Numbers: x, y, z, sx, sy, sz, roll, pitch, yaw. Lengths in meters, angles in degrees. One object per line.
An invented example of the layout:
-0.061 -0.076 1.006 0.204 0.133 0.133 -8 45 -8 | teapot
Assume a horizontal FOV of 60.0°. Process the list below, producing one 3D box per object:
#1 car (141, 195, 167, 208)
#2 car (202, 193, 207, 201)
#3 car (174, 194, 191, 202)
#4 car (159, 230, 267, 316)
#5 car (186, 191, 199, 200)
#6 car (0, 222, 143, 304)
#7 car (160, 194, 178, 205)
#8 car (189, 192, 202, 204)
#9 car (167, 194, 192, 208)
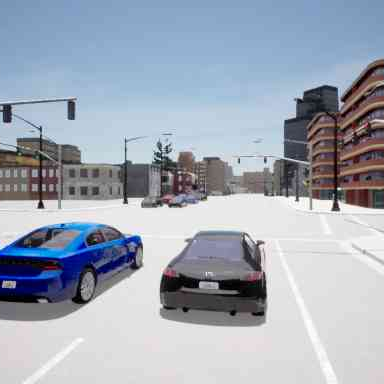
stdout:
-5.555 1.230 46.515 2.097 1.767 4.553 0 1 11 | car
1.875 1.051 66.118 1.837 1.490 4.892 0 1 12 | car
-1.809 1.118 65.509 2.033 1.411 5.357 0 1 11 | car
0.690 1.564 7.643 1.994 1.385 4.181 0 0 12 | car
0.137 0.743 75.345 2.097 1.767 4.553 0 1 11 | car
-2.747 1.478 8.289 1.882 1.535 5.008 0 0 11 | car
-3.793 1.226 55.481 1.882 1.535 5.008 0 1 11 | car
-0.084 1.249 56.297 1.812 1.442 4.674 0 1 11 | car
-1.919 1.409 46.892 2.033 1.411 5.357 0 1 11 | car
